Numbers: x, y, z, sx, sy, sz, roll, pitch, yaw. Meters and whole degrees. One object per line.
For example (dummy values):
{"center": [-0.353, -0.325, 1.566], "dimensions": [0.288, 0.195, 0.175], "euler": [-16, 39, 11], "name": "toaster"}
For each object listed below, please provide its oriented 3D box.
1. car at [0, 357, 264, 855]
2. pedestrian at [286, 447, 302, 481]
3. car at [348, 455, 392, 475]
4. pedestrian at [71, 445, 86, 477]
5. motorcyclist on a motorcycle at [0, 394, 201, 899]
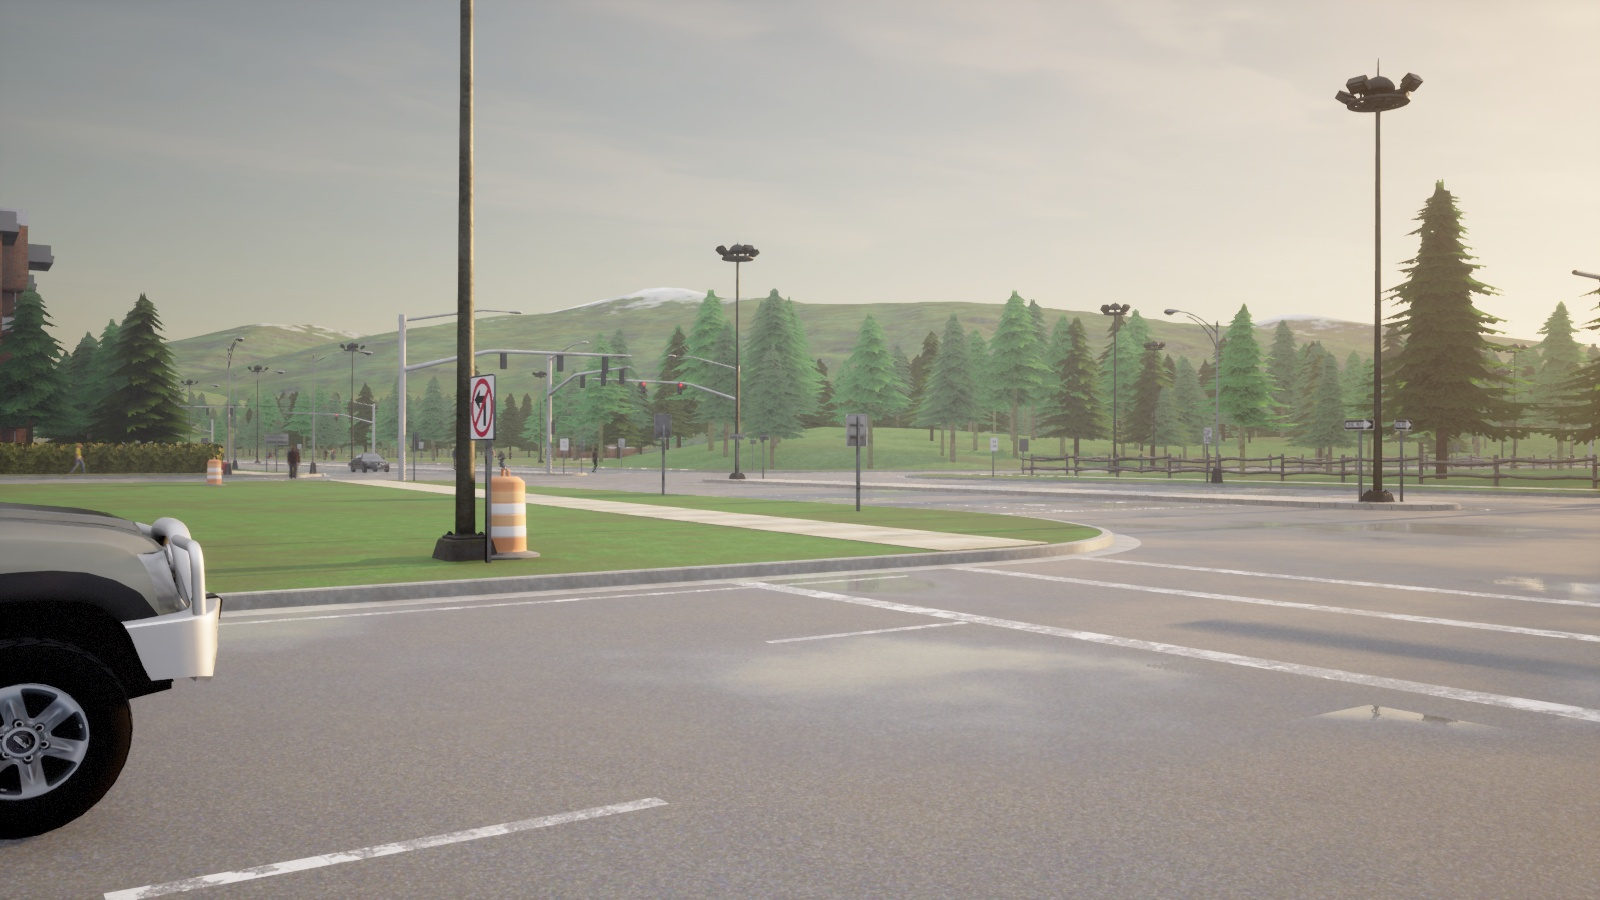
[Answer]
{"center": [-4.662, 0.583, 4.678], "dimensions": [4.605, 1.855, 1.932], "euler": [0, 0, -35], "name": "car"}
{"center": [-27.324, 0.763, 67.823], "dimensions": [0.634, 1.844, 0.899], "euler": [0, 0, -31], "name": "pedestrian"}
{"center": [-31.644, 1.063, 92.293], "dimensions": [1.812, 1.442, 4.674], "euler": [0, 0, -35], "name": "car"}
{"center": [-41.233, 0.637, 71.799], "dimensions": [0.706, 1.836, 0.354], "euler": [0, 0, -34], "name": "pedestrian"}
{"center": [-2.116, 0.707, 2.186], "dimensions": [1.817, 1.590, 0.866], "euler": [-1, 0, -35], "name": "motorcyclist on a motorcycle"}
